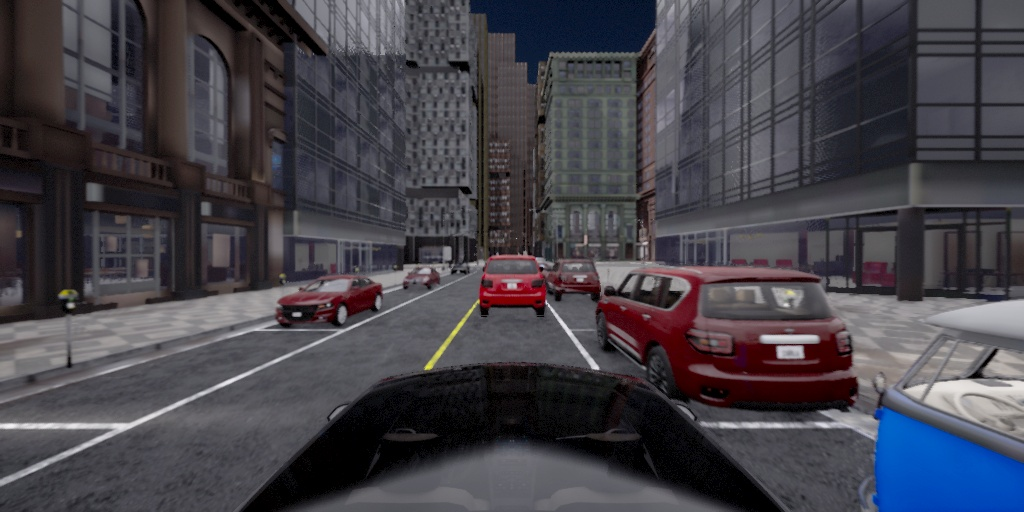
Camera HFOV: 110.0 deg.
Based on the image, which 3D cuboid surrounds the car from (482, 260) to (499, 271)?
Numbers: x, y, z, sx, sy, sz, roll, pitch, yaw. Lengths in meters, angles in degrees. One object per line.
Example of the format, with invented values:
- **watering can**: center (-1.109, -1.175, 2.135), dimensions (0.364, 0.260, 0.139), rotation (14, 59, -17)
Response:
- **car**: center (-3.029, 1.312, 51.216), dimensions (2.033, 1.411, 5.357), rotation (0, 0, 0)

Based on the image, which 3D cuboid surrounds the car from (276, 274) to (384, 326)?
- **car**: center (-5.670, 1.306, 11.704), dimensions (1.888, 1.381, 4.507), rotation (0, 0, 0)

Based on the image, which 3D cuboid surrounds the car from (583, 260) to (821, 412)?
- **car**: center (2.856, 1.070, 6.059), dimensions (2.192, 1.841, 5.009), rotation (0, 0, 0)

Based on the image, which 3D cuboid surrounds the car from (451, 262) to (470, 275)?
- **car**: center (-5.676, 1.335, 39.950), dimensions (1.948, 1.339, 4.313), rotation (0, 0, 0)

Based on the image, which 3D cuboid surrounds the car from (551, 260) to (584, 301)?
- **car**: center (2.854, 1.080, 17.356), dimensions (2.192, 1.841, 5.009), rotation (0, 0, 0)

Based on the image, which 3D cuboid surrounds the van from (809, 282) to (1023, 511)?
- **van**: center (2.857, 1.089, 0.409), dimensions (1.690, 1.789, 3.998), rotation (0, 0, 0)

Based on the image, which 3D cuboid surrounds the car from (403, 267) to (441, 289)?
- **car**: center (-5.672, 1.351, 23.002), dimensions (1.802, 1.307, 4.207), rotation (0, 0, 0)

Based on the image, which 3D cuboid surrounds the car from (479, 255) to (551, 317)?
- **car**: center (0.032, 0.986, 13.447), dimensions (2.150, 2.045, 5.566), rotation (0, 0, 1)
